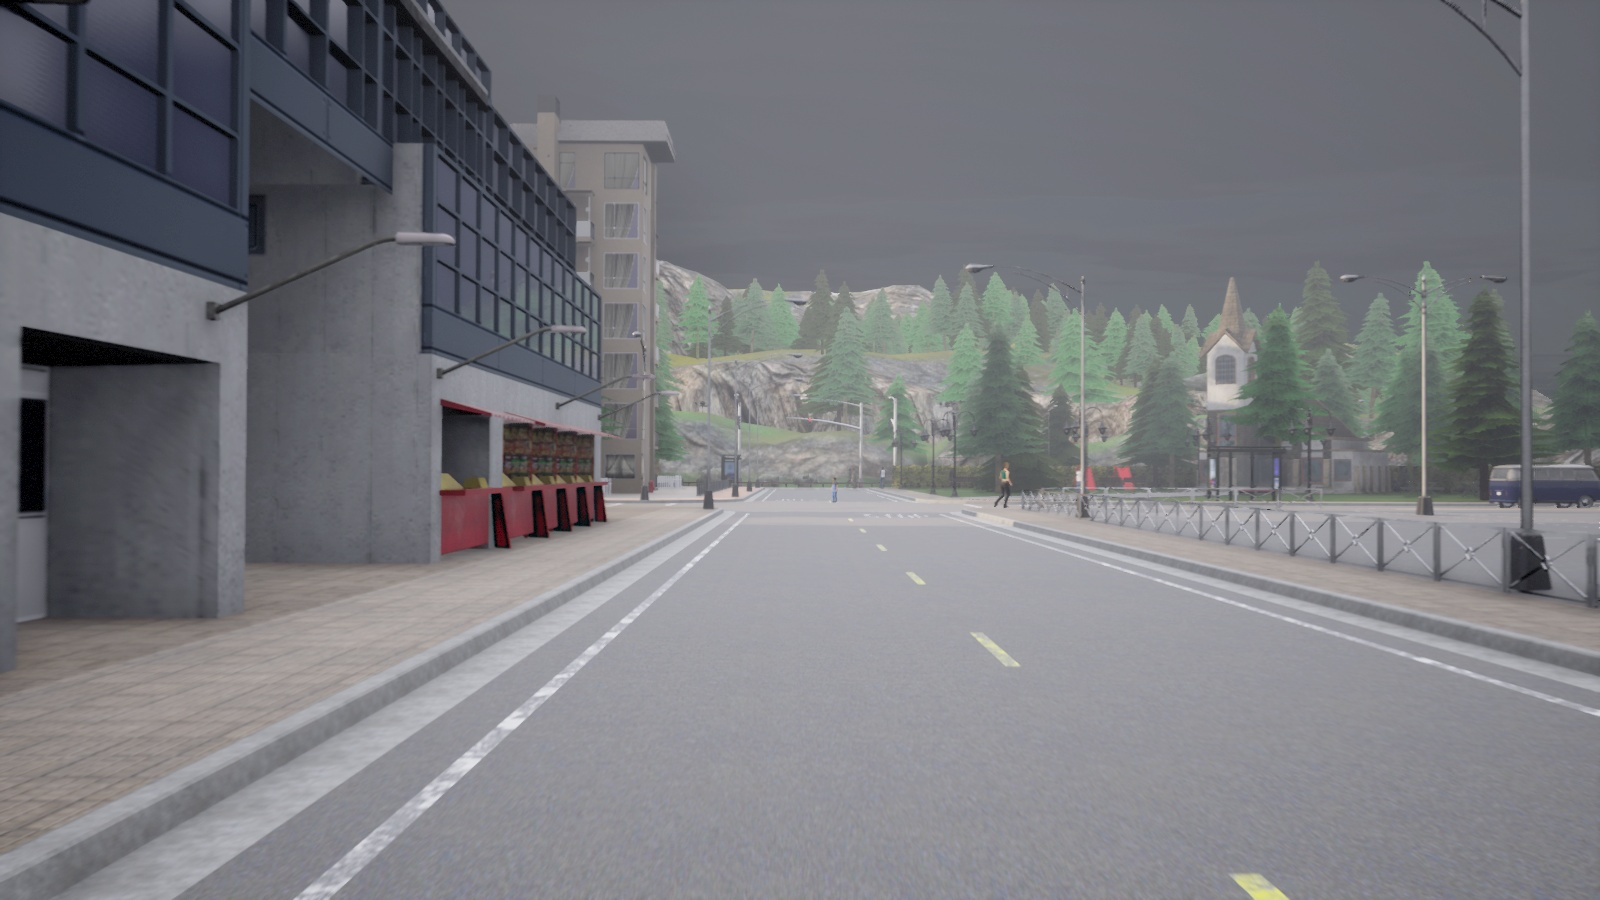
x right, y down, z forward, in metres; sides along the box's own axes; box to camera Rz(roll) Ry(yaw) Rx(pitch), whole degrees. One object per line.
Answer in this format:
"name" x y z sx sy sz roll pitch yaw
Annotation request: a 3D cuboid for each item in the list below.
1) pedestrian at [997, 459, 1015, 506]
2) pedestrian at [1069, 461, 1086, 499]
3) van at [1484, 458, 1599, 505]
"pedestrian" 8.066 1.274 49.180 0.594 1.836 0.345 0 -1 -32
"pedestrian" 13.514 1.454 61.070 0.706 1.836 0.354 0 -1 -9
"van" 32.442 1.366 54.540 4.442 1.987 1.775 0 -1 -1
